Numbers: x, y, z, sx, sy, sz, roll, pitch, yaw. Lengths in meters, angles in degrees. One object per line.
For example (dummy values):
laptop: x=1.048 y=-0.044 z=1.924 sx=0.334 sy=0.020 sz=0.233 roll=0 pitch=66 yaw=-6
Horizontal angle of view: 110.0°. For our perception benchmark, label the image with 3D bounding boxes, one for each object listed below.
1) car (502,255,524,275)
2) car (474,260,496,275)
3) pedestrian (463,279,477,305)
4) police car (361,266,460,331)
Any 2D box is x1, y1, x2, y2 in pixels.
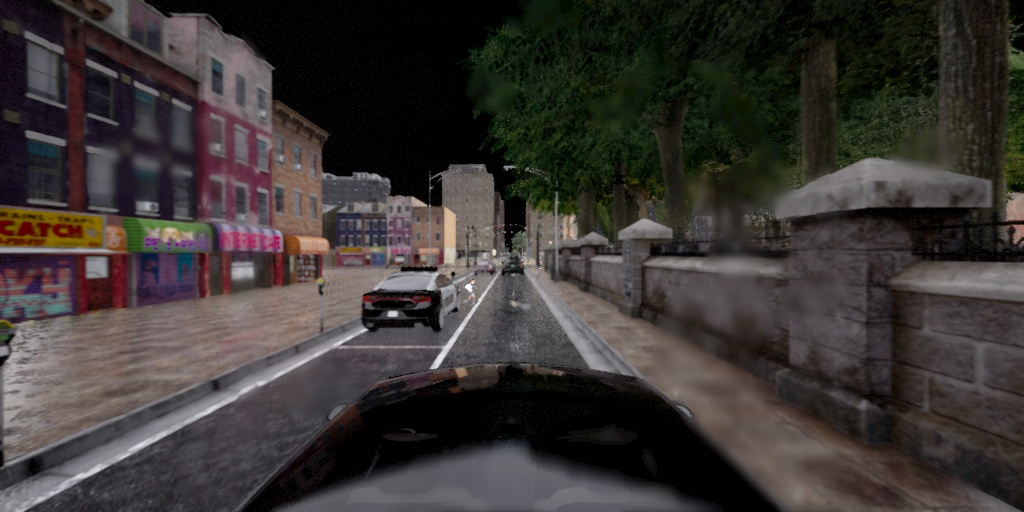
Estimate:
car: x=0.077 y=0.891 z=34.562 sx=2.097 sy=1.767 sz=4.553 roll=0 pitch=0 yaw=0
car: x=-2.634 y=1.122 z=34.453 sx=1.802 sy=1.307 sz=4.207 roll=0 pitch=0 yaw=0
pedestrian: x=-1.577 y=1.346 z=13.868 sx=0.500 sy=1.100 sz=0.500 roll=0 pitch=0 yaw=0
police car: x=-2.749 y=1.117 z=10.859 sx=1.930 sy=1.638 sz=5.238 roll=0 pitch=0 yaw=0
